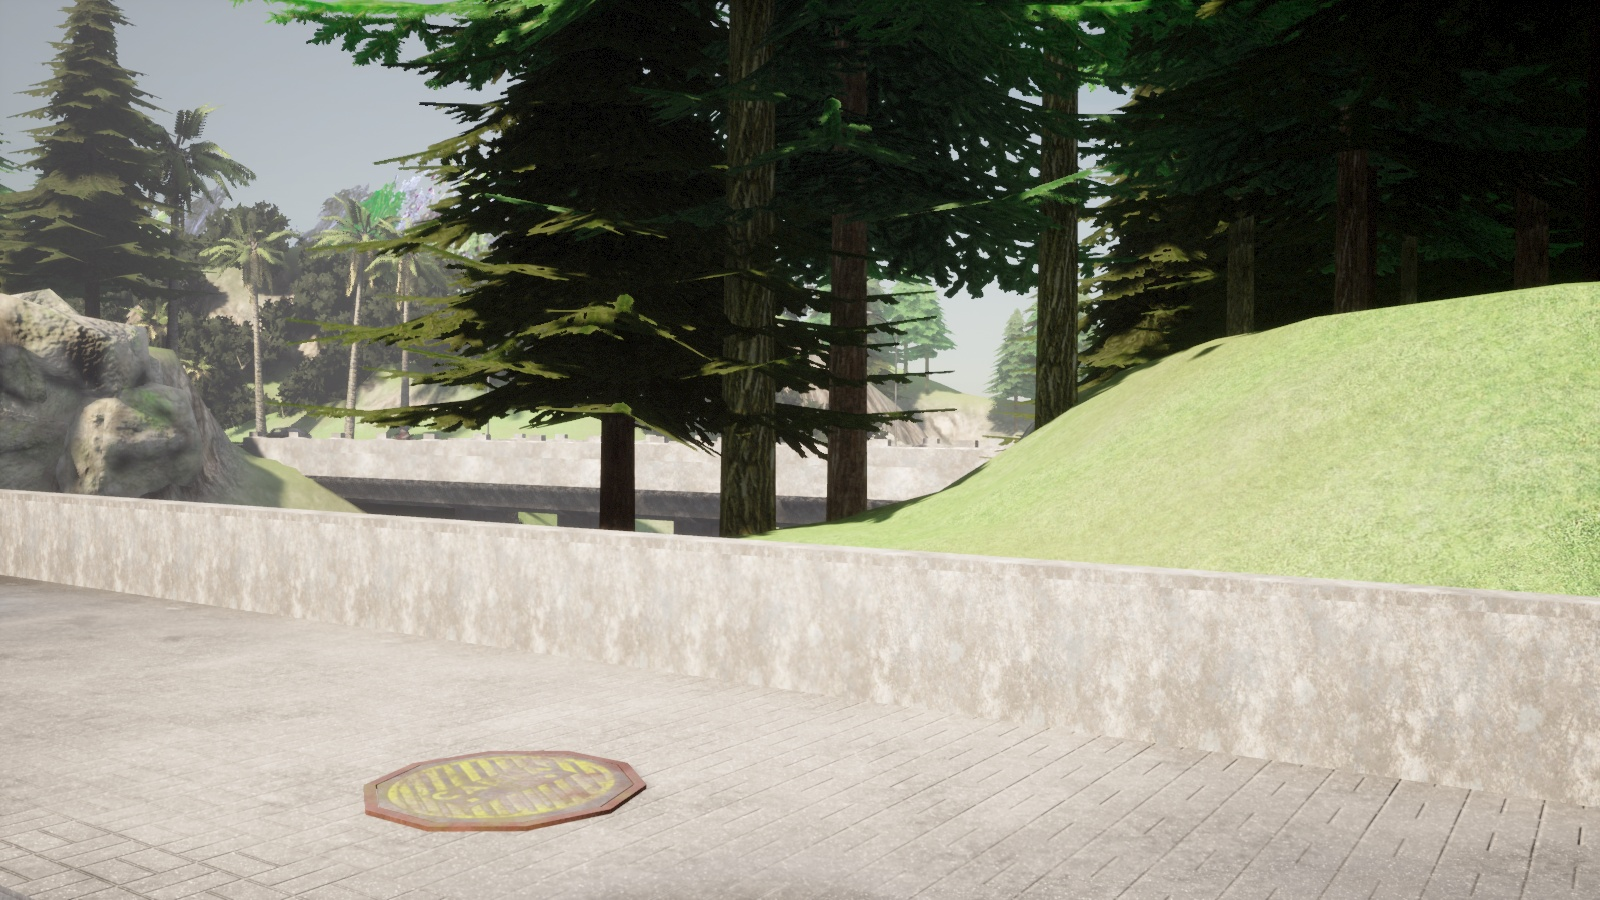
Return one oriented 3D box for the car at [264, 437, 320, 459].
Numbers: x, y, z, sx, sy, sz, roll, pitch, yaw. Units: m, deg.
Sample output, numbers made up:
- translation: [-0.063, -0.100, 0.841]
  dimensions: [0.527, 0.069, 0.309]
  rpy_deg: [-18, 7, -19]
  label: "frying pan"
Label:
- translation: [-35.204, -0.123, 87.007]
  dimensions: [3.633, 1.501, 1.845]
  rpy_deg: [0, 1, 34]
  label: "car"
